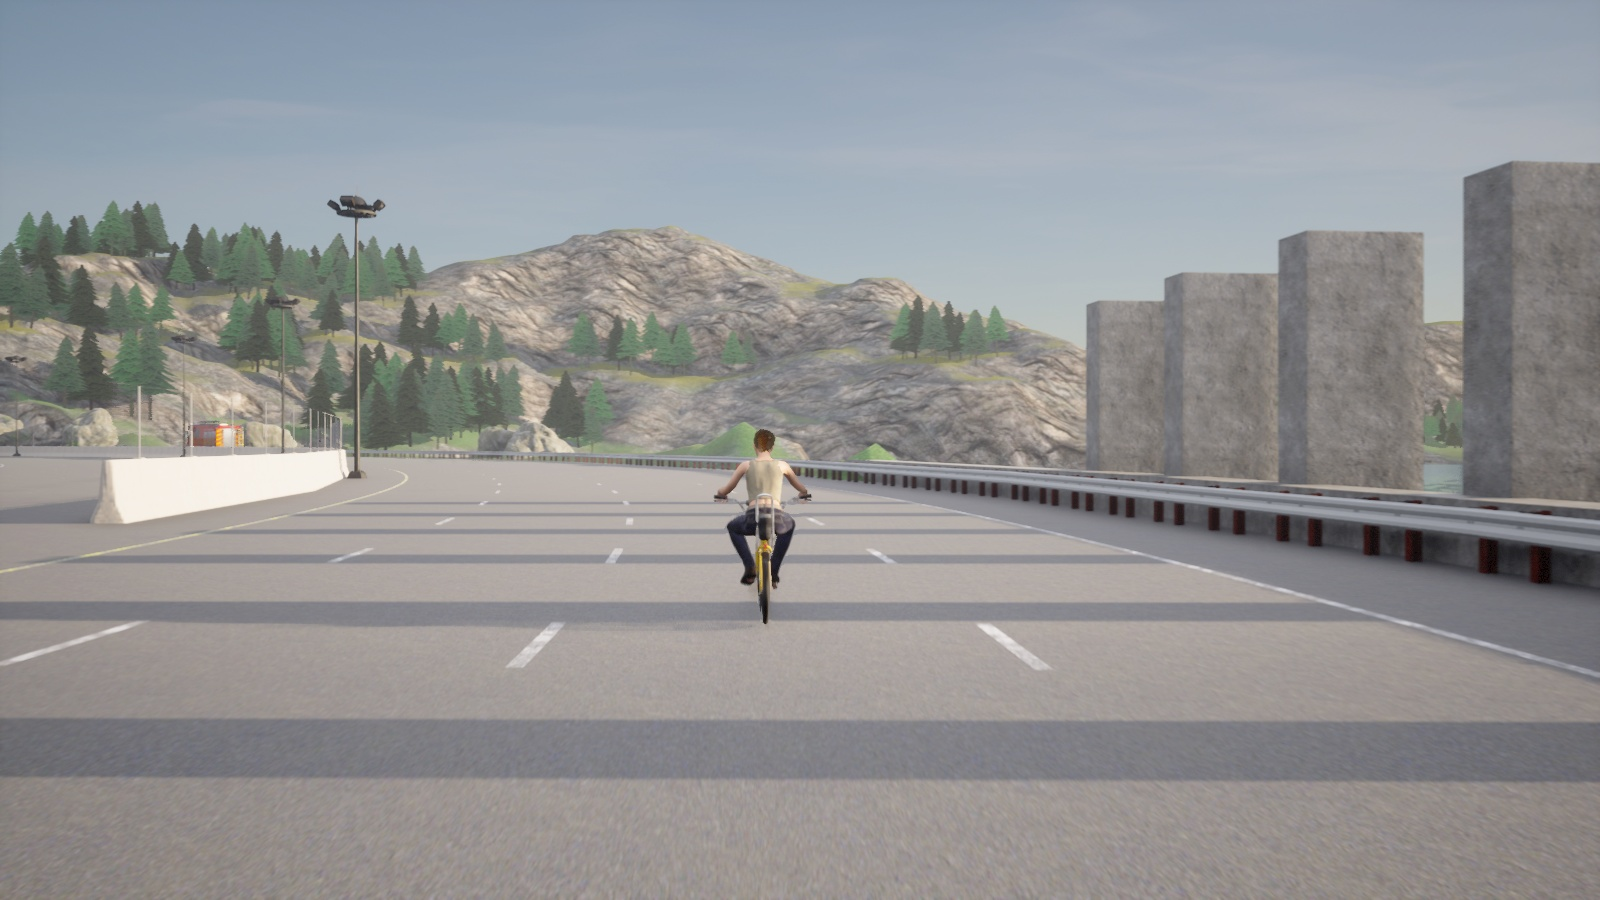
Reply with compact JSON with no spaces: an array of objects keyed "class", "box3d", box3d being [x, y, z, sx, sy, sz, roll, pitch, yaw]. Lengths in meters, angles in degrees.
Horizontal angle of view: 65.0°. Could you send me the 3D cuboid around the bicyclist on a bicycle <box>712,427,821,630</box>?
[{"class":"bicyclist on a bicycle","box3d":[-0.309,0.622,10.766,0.866,1.612,1.509,0,0,-3]}]
